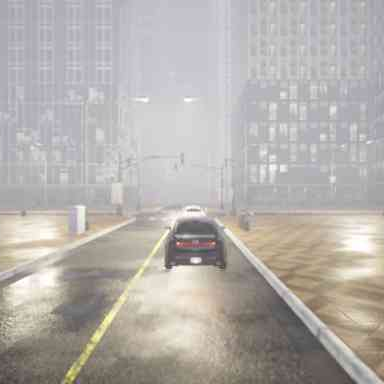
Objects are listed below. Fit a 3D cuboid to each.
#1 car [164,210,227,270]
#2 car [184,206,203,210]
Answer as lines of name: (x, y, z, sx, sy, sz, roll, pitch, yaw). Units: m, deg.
car: (0.104, 1.590, 11.328, 1.837, 1.490, 4.892, 0, 0, 0)
car: (0.108, 1.704, 23.633, 1.812, 1.442, 4.674, 0, 0, 0)
